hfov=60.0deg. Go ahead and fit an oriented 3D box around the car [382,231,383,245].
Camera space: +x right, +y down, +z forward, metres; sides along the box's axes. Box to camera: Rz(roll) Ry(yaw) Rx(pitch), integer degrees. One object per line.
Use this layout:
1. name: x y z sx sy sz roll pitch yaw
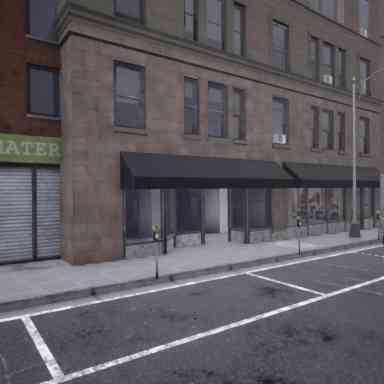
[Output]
1. car: 9.271 1.540 13.189 4.507 1.381 1.887 0 -1 -36
